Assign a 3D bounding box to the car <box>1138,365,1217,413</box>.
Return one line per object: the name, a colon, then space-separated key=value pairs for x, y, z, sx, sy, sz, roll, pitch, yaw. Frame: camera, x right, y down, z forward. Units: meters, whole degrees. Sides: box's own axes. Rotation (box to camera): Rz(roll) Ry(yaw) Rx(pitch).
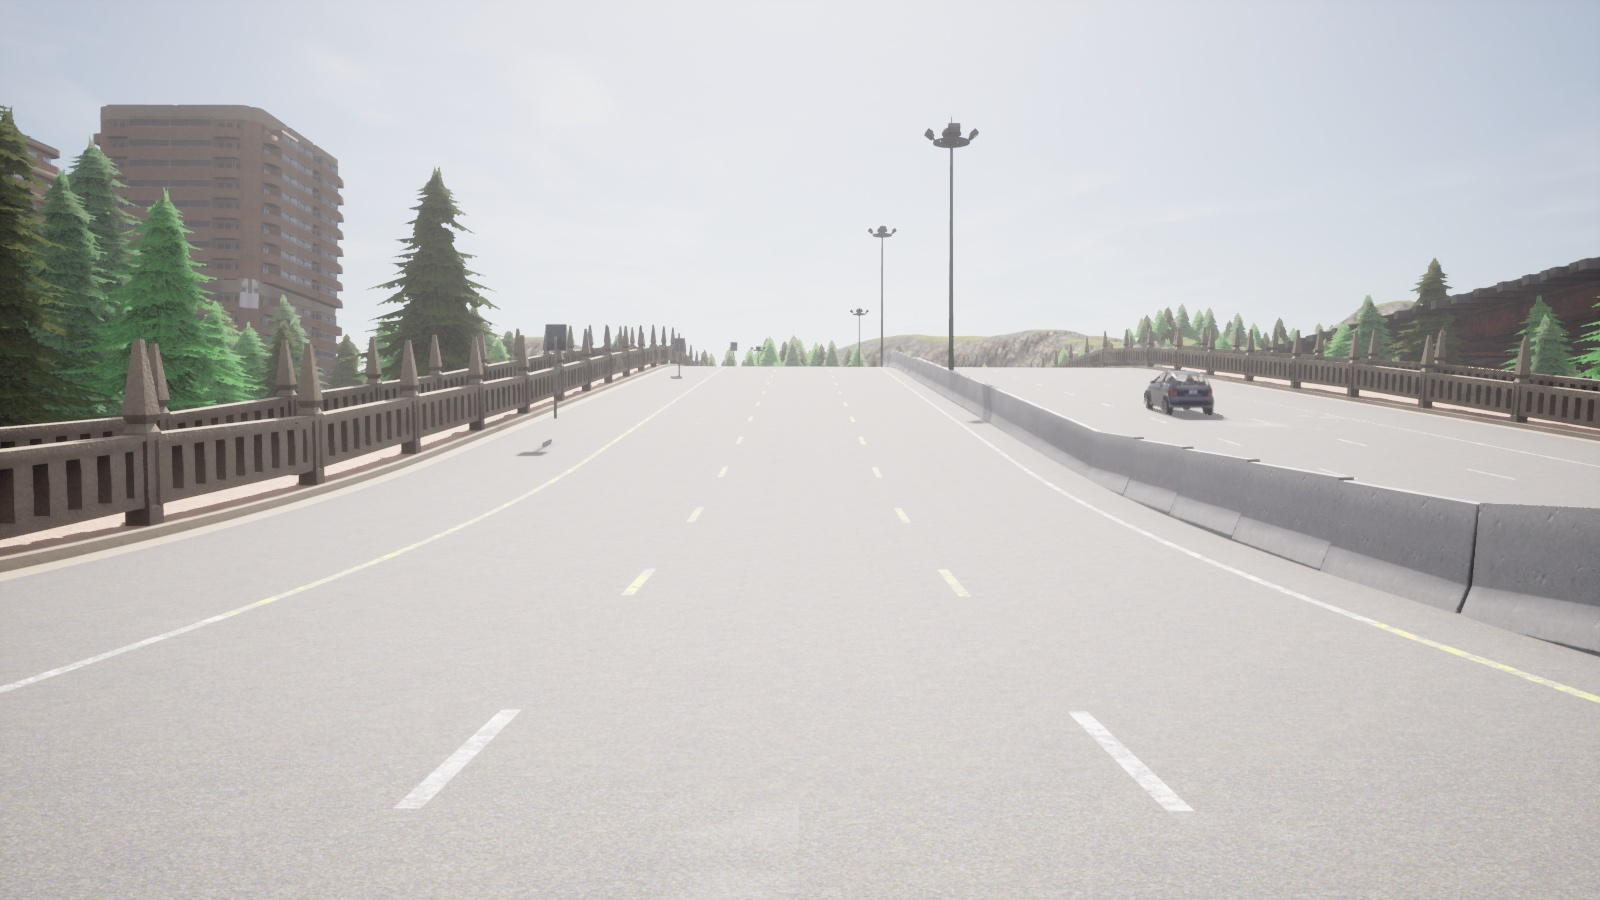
car: x=14.045 y=-2.300 z=46.913 sx=1.789 sy=1.549 sz=3.705 roll=0 pitch=6 yaw=0
